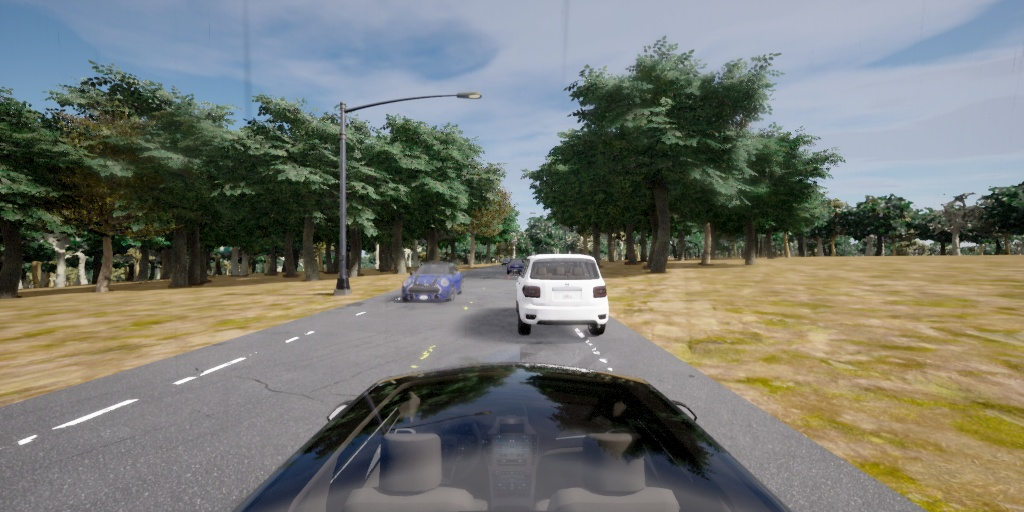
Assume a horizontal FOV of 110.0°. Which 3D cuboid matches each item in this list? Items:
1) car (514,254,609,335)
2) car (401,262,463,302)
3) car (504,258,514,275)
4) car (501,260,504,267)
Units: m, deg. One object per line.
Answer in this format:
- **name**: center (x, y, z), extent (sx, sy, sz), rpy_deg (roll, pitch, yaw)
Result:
- **car**: center (1.226, 0.972, 10.648), extent (2.150, 2.045, 5.566), rpy_deg (0, 0, 0)
- **car**: center (-3.583, 1.095, 16.835), extent (2.097, 1.767, 4.553), rpy_deg (0, 0, 0)
- **car**: center (0.623, 1.030, 39.159), extent (2.097, 1.767, 4.553), rpy_deg (0, 0, 4)
- **car**: center (-0.565, 1.104, 61.826), extent (2.033, 1.411, 5.357), rpy_deg (0, 0, 9)
